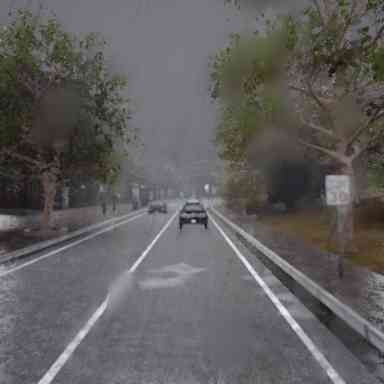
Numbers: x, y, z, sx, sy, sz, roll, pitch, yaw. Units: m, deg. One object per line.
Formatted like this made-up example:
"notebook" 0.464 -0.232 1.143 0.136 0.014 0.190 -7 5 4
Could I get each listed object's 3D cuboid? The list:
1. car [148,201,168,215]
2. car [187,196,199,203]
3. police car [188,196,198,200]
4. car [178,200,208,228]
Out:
"car" -3.617 1.684 36.328 2.033 1.411 5.357 0 0 0
"car" 0.233 1.690 76.836 1.837 1.490 4.892 -1 0 12
"police car" 0.096 1.583 41.863 1.930 1.638 5.238 0 0 0
"car" 0.089 1.578 22.787 2.128 1.511 4.902 0 0 0
